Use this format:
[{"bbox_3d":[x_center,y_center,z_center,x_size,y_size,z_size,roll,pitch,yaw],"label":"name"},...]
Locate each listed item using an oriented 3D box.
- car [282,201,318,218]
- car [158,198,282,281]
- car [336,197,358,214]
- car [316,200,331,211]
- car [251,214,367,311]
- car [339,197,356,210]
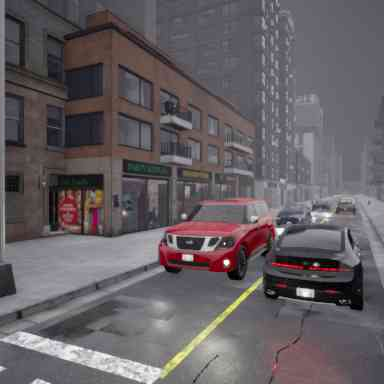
[{"bbox_3d":[7.125,1.561,22.884,2.033,1.411,5.357,0,0,26],"label":"car"},{"bbox_3d":[1.102,1.236,10.521,2.150,2.045,5.566,0,0,26],"label":"car"},{"bbox_3d":[16.173,1.488,34.852,2.128,1.511,4.902,0,0,27],"label":"car"},{"bbox_3d":[15.960,1.612,40.798,1.895,1.301,4.718,0,0,26],"label":"car"},{"bbox_3d":[3.034,1.507,7.974,1.837,1.490,4.892,0,0,26],"label":"car"},{"bbox_3d":[20.699,1.468,44.248,1.882,1.535,5.008,0,0,26],"label":"car"}]
